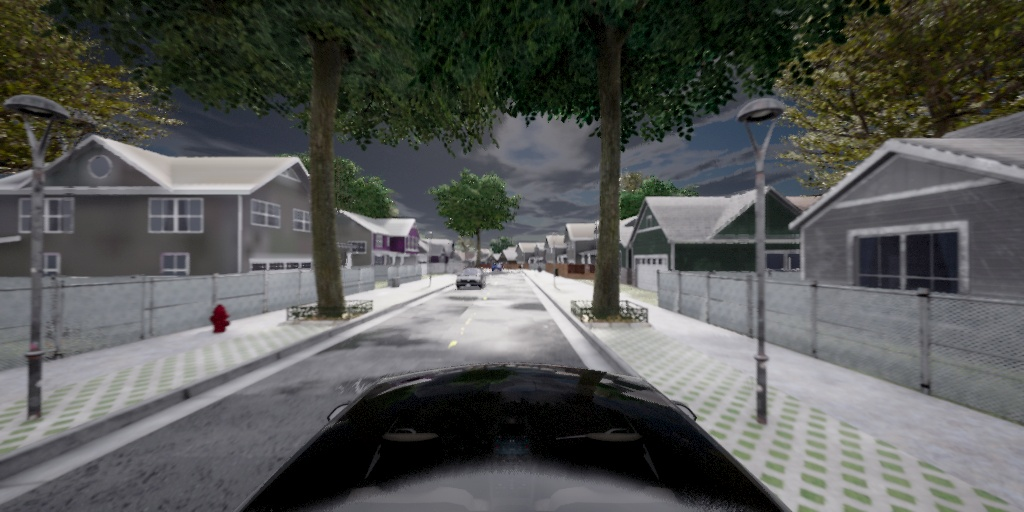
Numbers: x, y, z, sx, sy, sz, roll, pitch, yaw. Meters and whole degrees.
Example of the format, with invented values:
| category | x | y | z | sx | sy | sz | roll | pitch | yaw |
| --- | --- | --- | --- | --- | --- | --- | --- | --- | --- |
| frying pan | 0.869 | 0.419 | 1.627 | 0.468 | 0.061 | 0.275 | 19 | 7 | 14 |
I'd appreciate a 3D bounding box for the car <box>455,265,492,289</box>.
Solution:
| category | x | y | z | sx | sy | sz | roll | pitch | yaw |
| --- | --- | --- | --- | --- | --- | --- | --- | --- | --- |
| car | -2.855 | 1.567 | 26.009 | 2.033 | 1.411 | 5.357 | 0 | -1 | 0 |
